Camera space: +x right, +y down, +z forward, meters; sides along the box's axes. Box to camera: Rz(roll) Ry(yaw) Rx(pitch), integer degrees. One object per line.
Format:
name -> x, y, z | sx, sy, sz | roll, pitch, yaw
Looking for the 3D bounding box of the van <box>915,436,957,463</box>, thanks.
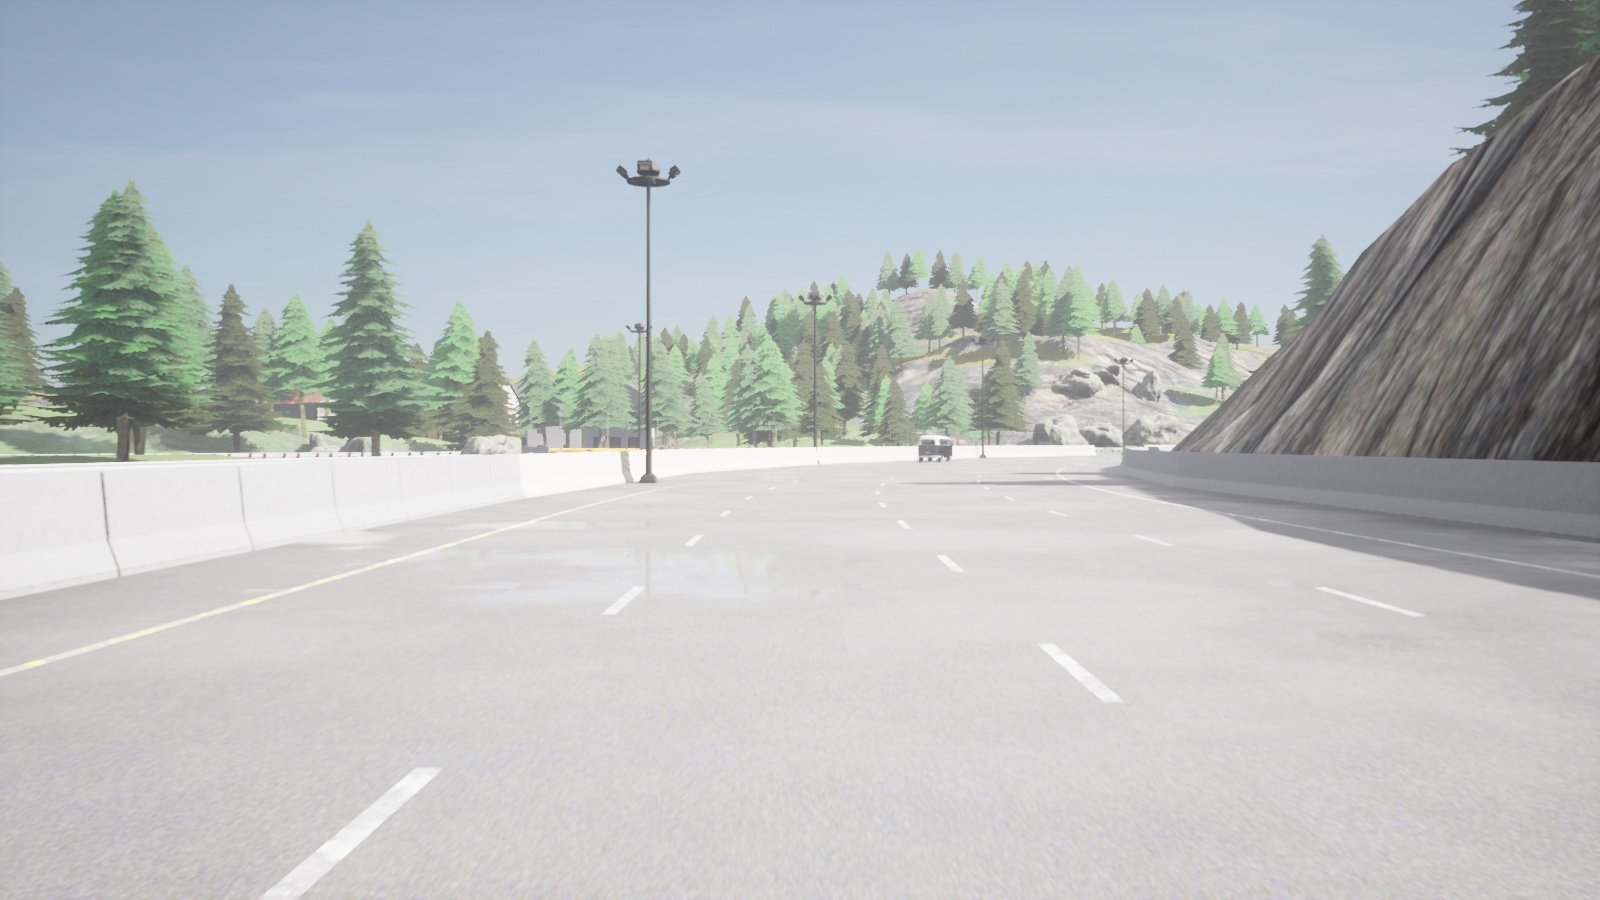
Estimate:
van -> 10.552, -0.068, 97.013 | 2.069, 2.038, 4.480 | 0, 0, 22
